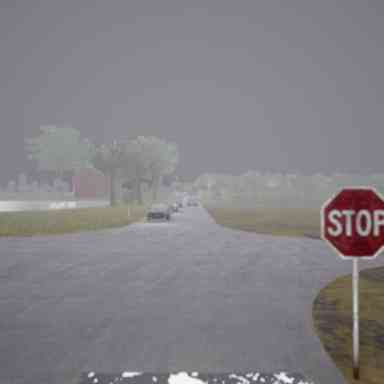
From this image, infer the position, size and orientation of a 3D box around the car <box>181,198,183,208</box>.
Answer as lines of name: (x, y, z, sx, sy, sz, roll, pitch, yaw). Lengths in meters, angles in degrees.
car: (-2.735, 1.630, 56.242, 2.150, 2.045, 5.566, 0, -1, 1)

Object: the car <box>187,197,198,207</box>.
car: (0.080, 1.998, 60.513, 1.994, 1.385, 4.181, 0, 0, 0)

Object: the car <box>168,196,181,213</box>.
car: (-2.786, 1.662, 41.969, 2.097, 1.767, 4.553, 0, 0, 0)

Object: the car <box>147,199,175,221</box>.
car: (-2.811, 1.701, 29.604, 1.882, 1.535, 5.008, 0, 0, 0)
